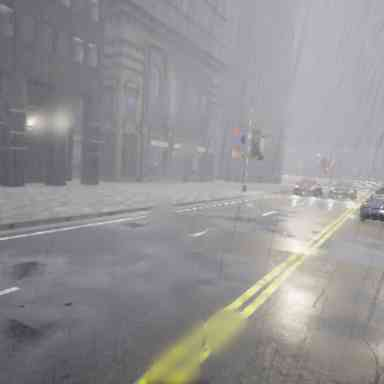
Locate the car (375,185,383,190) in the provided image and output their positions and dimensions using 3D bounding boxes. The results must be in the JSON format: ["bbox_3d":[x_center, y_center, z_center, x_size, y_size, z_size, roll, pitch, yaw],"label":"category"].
[{"bbox_3d":[20.836,0.079,35.812,1.837,1.490,4.892,6,4,30],"label":"car"}]

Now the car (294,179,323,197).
[{"bbox_3d":[11.846,-0.555,33.608,2.097,1.767,4.553,6,5,30],"label":"car"}]

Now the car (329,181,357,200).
[{"bbox_3d":[14.635,-0.240,31.973,2.097,1.767,4.553,6,5,30],"label":"car"}]

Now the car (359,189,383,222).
[{"bbox_3d":[9.771,0.798,16.991,1.994,1.385,4.181,6,5,30],"label":"car"}]
